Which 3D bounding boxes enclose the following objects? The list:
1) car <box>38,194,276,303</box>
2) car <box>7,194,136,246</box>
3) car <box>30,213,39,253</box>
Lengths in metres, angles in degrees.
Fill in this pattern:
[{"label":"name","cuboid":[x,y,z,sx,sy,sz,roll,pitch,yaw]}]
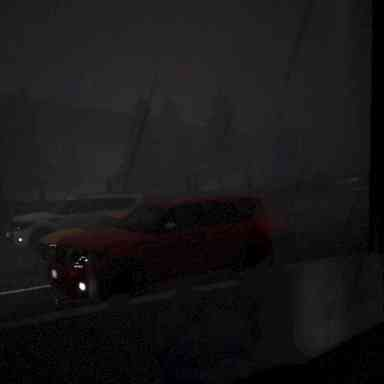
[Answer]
[{"label":"car","cuboid":[-0.397,1.145,7.996,5.566,2.045,2.150,-2,1,-35]},{"label":"car","cuboid":[-4.435,1.145,13.713,5.566,2.045,2.150,-2,1,-35]},{"label":"car","cuboid":[-2.312,1.396,10.928,5.008,1.535,1.882,-2,1,-35]}]
